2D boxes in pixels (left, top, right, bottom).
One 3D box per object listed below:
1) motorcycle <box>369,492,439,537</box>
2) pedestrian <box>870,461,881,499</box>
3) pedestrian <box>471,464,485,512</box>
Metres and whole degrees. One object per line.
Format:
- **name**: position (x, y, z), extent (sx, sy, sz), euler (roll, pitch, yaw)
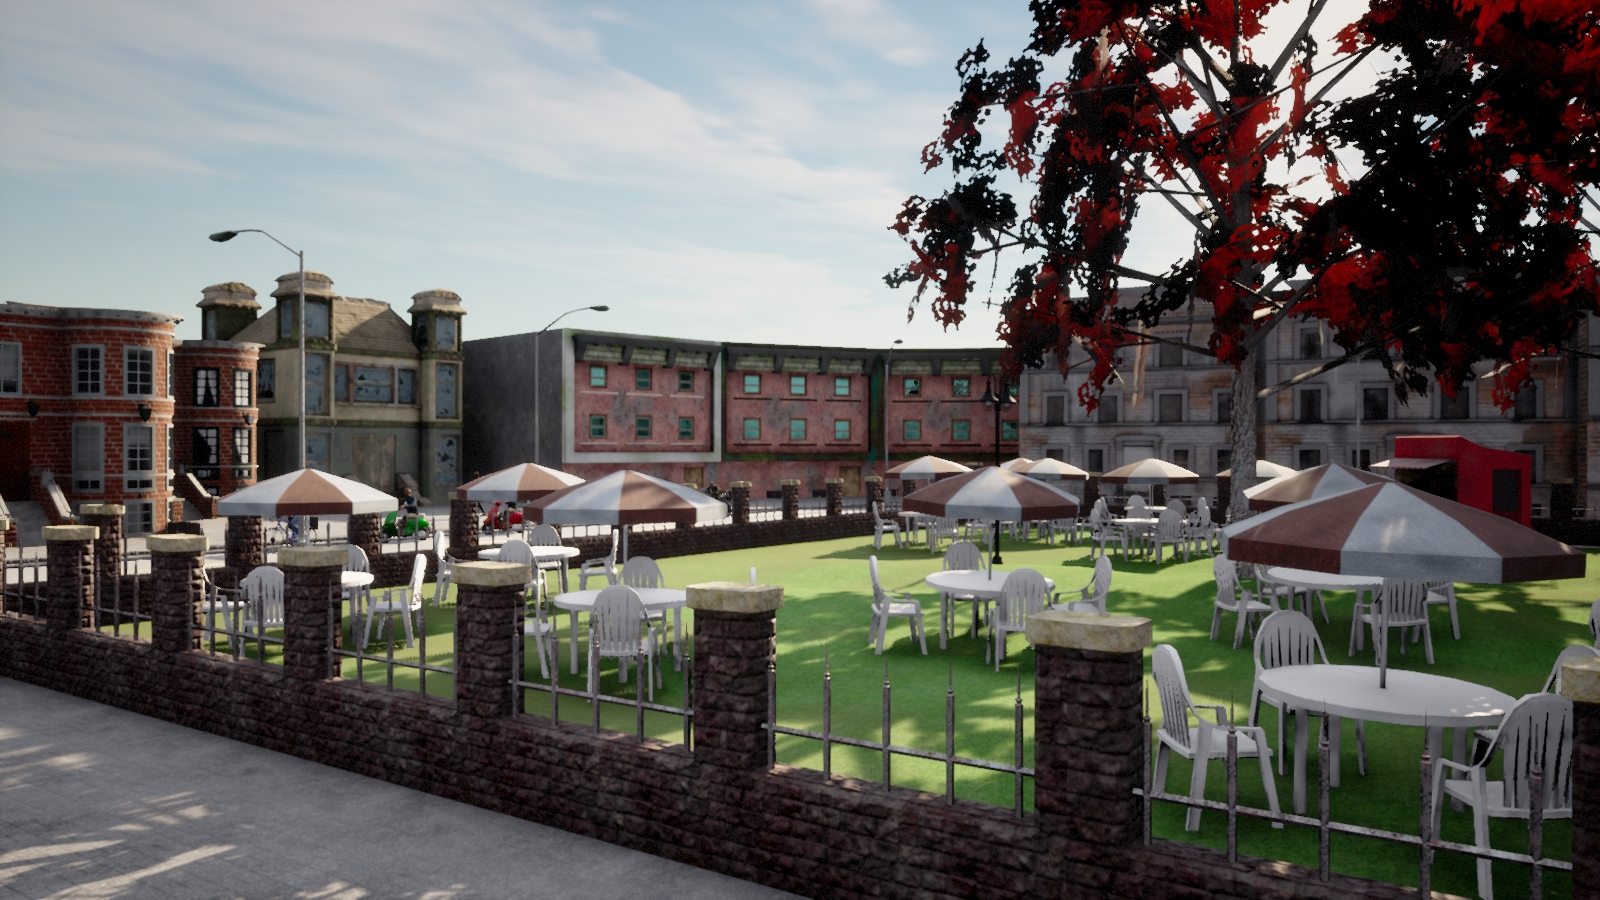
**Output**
- **motorcycle**: position (-11.758, 1.904, 33.968), extent (0.856, 1.236, 1.805), euler (0, 0, 35)
- **pedestrian**: position (3.696, 1.468, 56.033), extent (0.375, 1.860, 0.375), euler (0, 0, -31)
- **pedestrian**: position (-12.503, 1.460, 44.366), extent (0.375, 1.860, 0.375), euler (0, 0, 34)
